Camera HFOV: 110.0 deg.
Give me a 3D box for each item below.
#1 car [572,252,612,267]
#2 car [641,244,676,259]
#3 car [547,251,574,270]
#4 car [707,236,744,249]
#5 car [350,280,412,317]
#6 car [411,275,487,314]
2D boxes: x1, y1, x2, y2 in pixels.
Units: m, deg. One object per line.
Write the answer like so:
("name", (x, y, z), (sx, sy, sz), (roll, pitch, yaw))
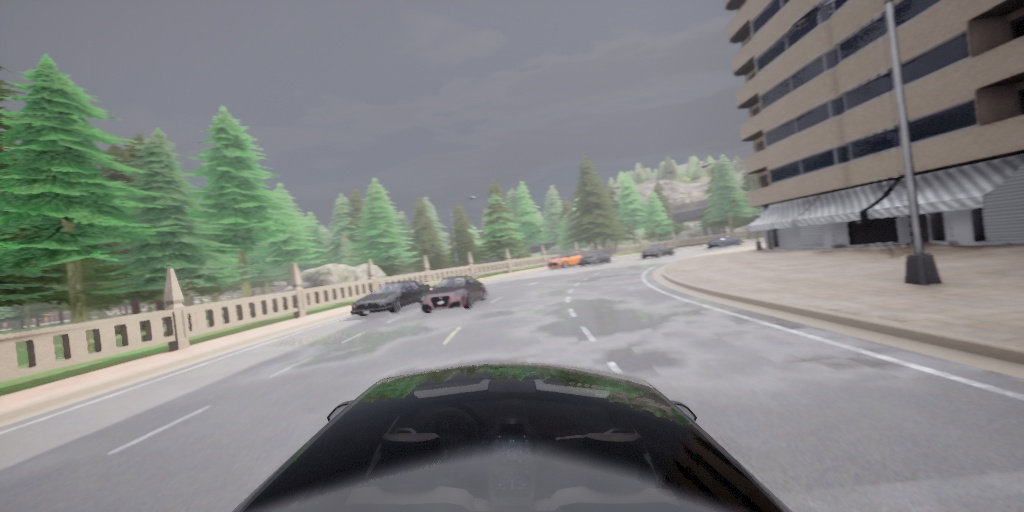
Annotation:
("car", (8.660, 0.311, 37.635), (4.181, 1.385, 1.994), (-7, 0, -45))
("car", (15.844, -0.545, 38.809), (4.181, 1.385, 1.994), (-7, 0, -36))
("car", (5.860, 0.431, 39.735), (4.553, 1.767, 2.097), (-7, 0, -45))
("car", (26.199, -1.771, 44.103), (4.181, 1.385, 1.994), (-7, 0, -15))
("car", (-5.832, 1.999, 18.173), (2.033, 1.411, 5.357), (-7, 0, 12))
("car", (-2.516, 1.619, 16.187), (1.994, 1.385, 4.181), (-7, 0, 10))
